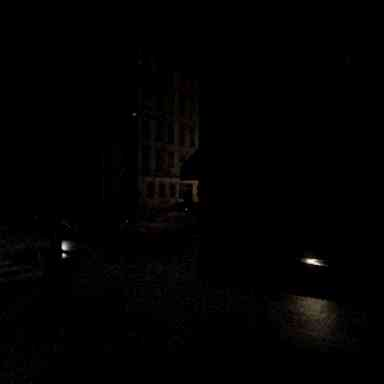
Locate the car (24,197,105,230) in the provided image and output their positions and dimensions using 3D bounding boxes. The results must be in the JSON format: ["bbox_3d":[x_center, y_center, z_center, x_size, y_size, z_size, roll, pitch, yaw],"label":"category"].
[{"bbox_3d":[-7.265,1.263,19.898,2.192,1.841,5.009,0,0,36],"label":"car"}]

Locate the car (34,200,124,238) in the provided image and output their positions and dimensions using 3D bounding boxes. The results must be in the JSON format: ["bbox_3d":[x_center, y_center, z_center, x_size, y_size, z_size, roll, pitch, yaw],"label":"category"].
[{"bbox_3d":[-5.493,1.441,18.008,1.882,1.535,5.008,0,0,34],"label":"car"}]

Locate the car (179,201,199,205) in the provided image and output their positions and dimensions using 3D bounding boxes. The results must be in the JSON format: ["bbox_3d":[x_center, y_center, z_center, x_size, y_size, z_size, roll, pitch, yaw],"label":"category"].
[{"bbox_3d":[1.382,1.303,27.641,2.097,1.767,4.553,0,0,36],"label":"car"}]

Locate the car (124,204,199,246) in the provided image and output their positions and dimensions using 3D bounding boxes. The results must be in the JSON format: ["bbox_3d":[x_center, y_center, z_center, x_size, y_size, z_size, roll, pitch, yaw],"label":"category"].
[{"bbox_3d":[-0.641,1.519,15.367,1.752,1.417,4.829,0,0,36],"label":"car"}]

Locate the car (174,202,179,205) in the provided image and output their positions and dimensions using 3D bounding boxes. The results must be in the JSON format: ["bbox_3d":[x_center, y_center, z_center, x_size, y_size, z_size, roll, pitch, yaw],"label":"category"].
[{"bbox_3d":[-0.670,1.502,29.143,1.947,1.339,4.313,0,0,36],"label":"car"}]
